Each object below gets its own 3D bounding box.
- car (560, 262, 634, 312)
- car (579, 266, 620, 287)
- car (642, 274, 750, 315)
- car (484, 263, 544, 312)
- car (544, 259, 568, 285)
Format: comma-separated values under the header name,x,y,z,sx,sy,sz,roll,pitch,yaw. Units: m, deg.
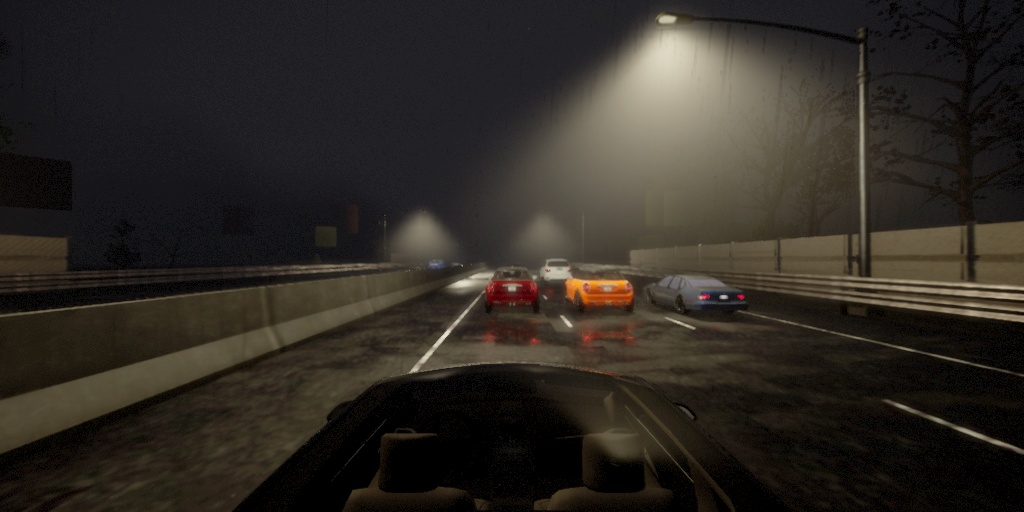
name,x,y,z,sx,sy,sz,roll,pitch,yaw
car,3.522,1.248,15.262,2.097,1.767,4.553,0,-1,0
car,7.011,1.597,29.363,2.033,1.411,5.357,0,-1,1
car,7.014,1.435,14.373,2.033,1.411,5.357,0,-1,0
car,0.022,1.248,15.261,2.097,1.767,4.553,0,-1,0
car,3.513,1.275,29.403,2.150,2.045,5.566,0,0,0
